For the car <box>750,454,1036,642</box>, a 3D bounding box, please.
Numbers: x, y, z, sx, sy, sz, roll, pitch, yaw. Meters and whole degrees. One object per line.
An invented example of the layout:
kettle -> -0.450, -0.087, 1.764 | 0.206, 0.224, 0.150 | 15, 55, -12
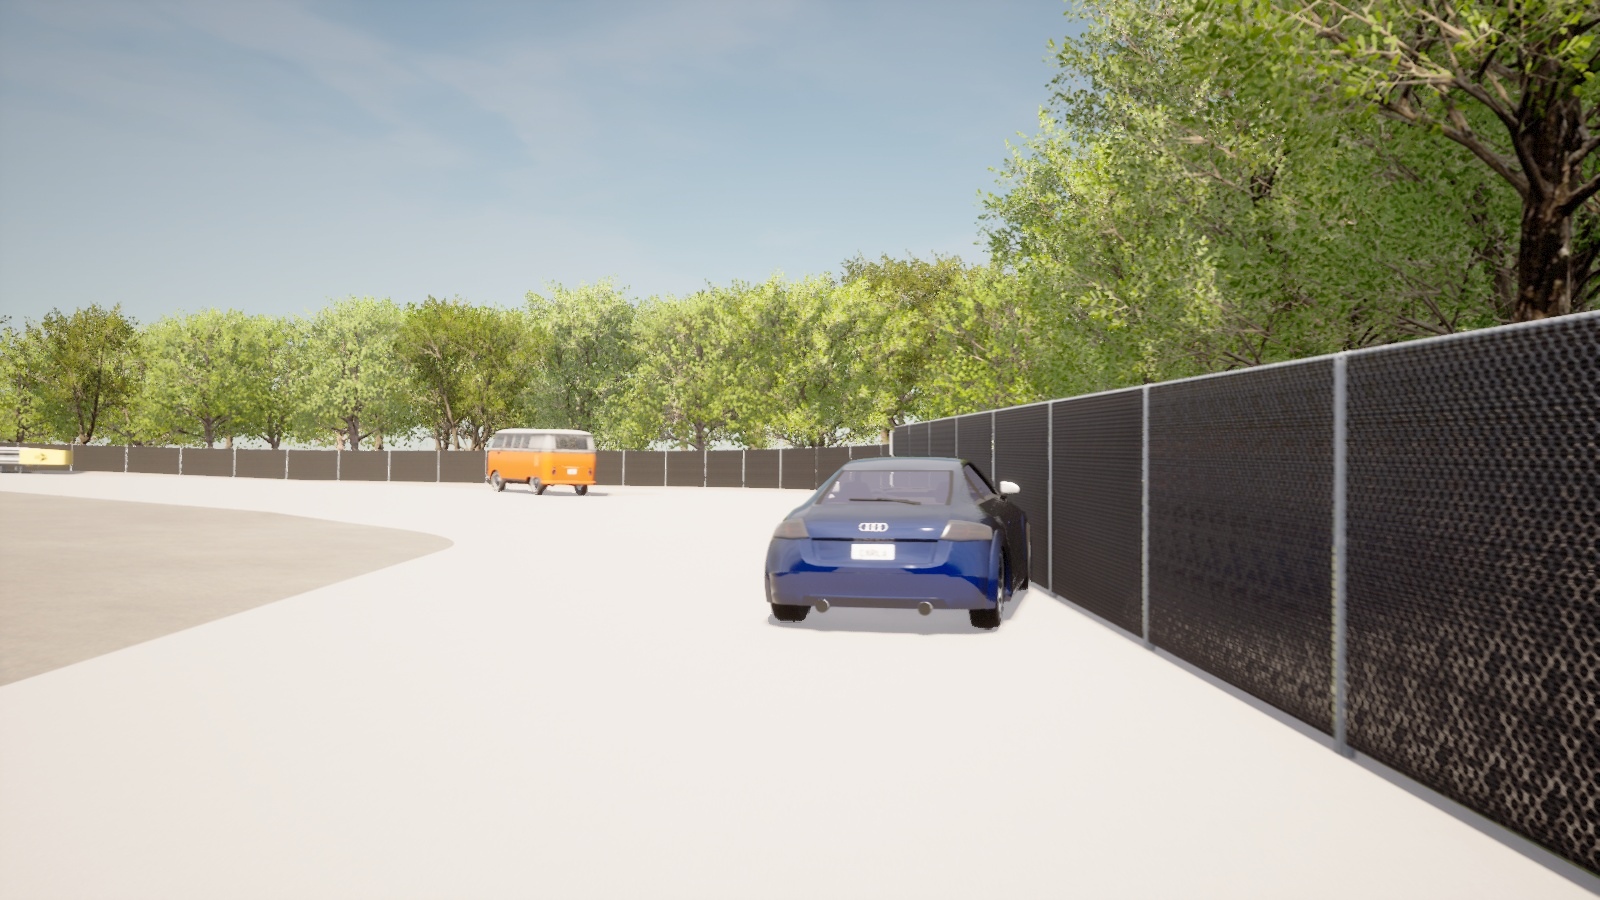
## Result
car -> 1.079, 0.756, 11.789 | 1.994, 1.385, 4.181 | 0, 0, 14

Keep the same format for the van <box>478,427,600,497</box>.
van -> -8.049, 0.335, 38.457 | 1.775, 1.987, 4.442 | 2, 0, -39
